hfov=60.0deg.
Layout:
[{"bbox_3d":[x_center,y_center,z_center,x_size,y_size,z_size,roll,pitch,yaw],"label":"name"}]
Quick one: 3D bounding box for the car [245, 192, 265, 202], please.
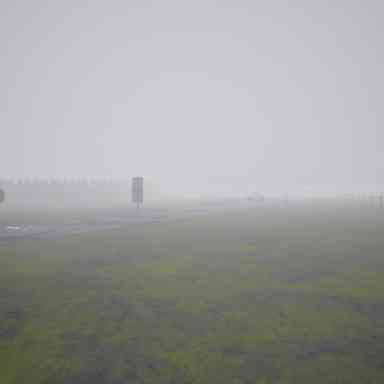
[{"bbox_3d":[10.244,0.760,54.079,2.097,1.767,4.553,0,1,31],"label":"car"}]
